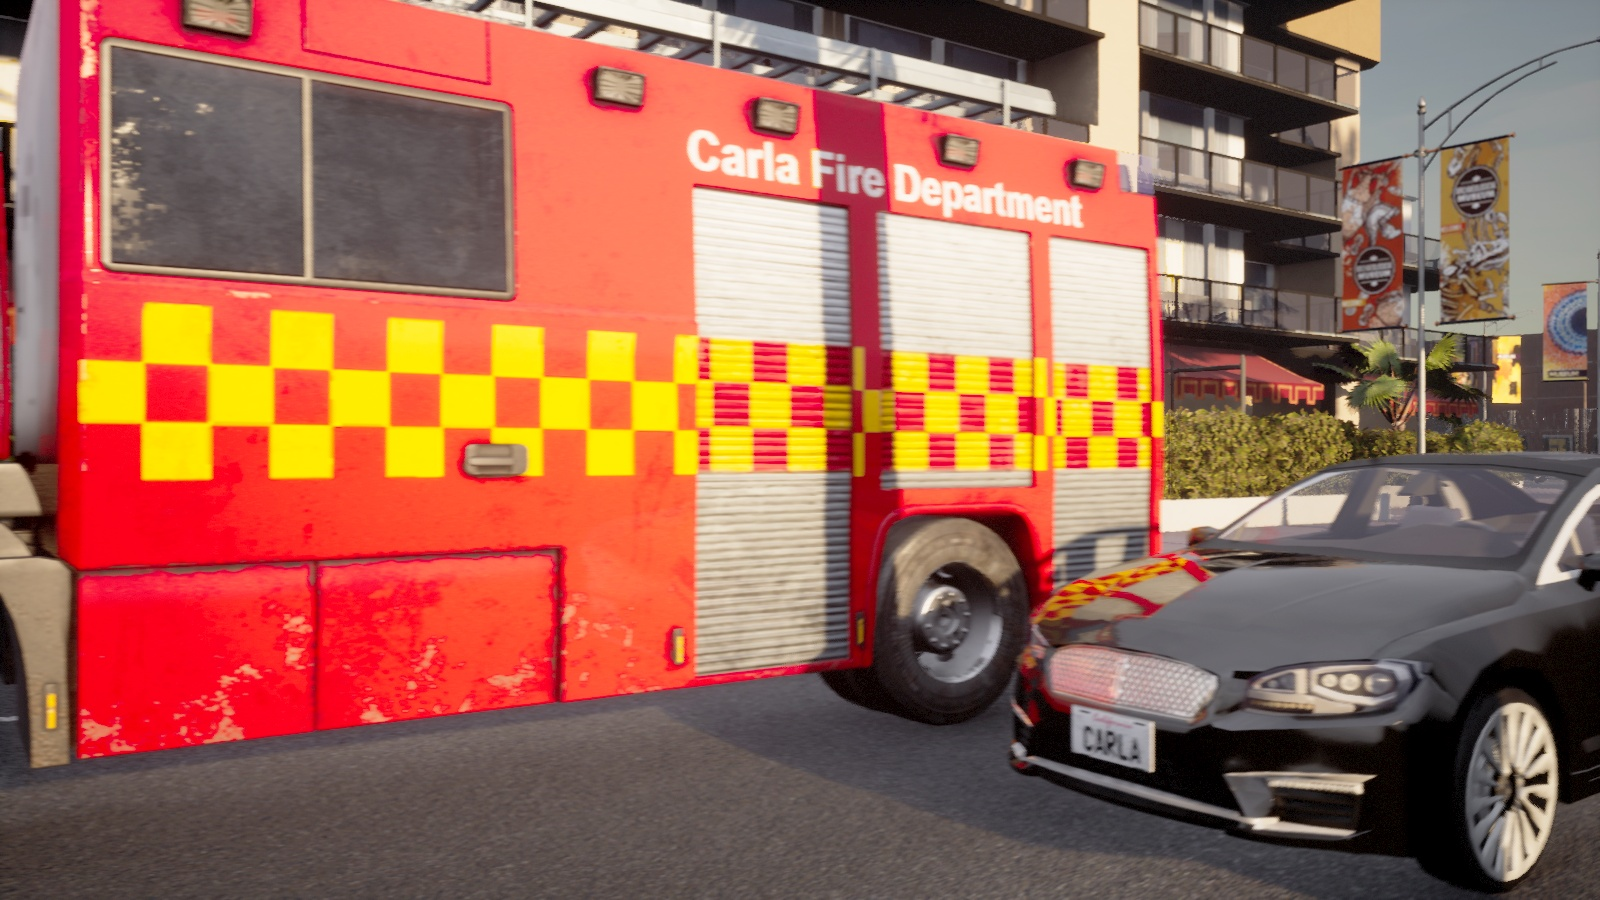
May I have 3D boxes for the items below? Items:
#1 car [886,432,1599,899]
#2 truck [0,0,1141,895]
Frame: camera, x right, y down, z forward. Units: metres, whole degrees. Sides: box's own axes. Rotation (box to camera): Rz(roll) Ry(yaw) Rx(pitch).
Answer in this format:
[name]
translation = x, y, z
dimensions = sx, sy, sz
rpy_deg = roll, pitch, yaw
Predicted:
[car]
translation = 2.979, 0.709, 5.732
dimensions = 4.902, 1.511, 2.128
rpy_deg = 0, 0, -35
[truck]
translation = -2.244, -0.399, 6.363
dimensions = 8.468, 3.827, 2.891
rpy_deg = 0, 0, -35
